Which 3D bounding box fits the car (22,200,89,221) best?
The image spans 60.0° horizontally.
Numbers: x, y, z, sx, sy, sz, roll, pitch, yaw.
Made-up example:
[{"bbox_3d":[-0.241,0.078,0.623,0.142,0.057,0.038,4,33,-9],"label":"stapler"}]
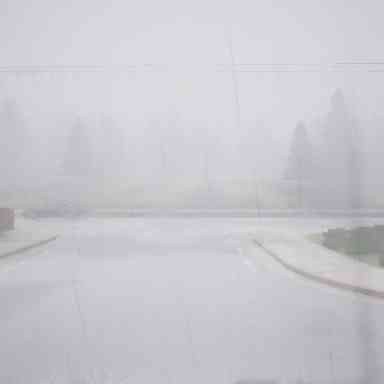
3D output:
[{"bbox_3d":[-10.405,1.388,25.519,4.902,1.511,2.128,0,0,1],"label":"car"}]
